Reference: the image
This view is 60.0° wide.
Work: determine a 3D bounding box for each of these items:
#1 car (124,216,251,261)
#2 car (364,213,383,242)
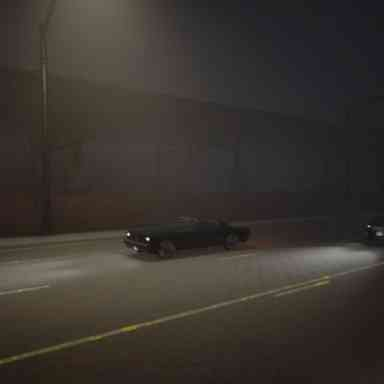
[{"bbox_3d":[-0.095,1.597,12.527,4.718,1.301,1.895,0,0,-36],"label":"car"},{"bbox_3d":[9.826,1.482,15.308,4.902,1.511,2.128,0,0,-36],"label":"car"}]
